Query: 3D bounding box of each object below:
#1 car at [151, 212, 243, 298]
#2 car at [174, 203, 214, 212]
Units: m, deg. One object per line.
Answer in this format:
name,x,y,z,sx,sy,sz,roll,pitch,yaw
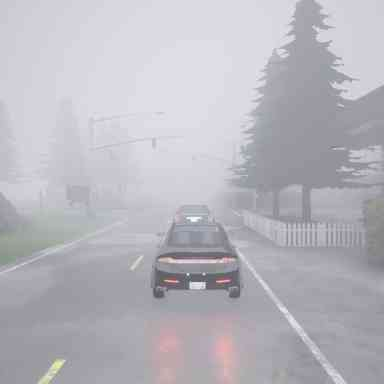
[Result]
car,0.097,1.492,8.477,2.128,1.511,4.902,0,0,0
car,0.094,1.352,17.631,2.097,1.767,4.553,0,0,0
